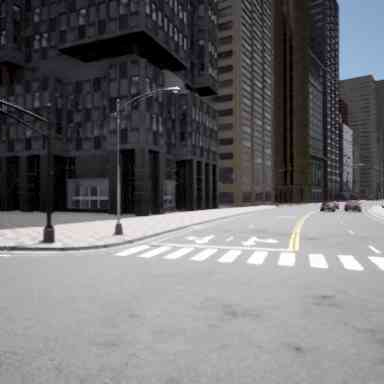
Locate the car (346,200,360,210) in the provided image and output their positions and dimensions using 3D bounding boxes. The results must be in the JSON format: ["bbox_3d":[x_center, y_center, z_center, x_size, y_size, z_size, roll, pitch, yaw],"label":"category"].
[{"bbox_3d":[27.645,2.228,56.982,1.882,1.535,5.008,0,-1,28],"label":"car"}]

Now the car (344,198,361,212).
[{"bbox_3d":[23.271,1.975,48.302,2.097,1.767,4.553,0,-1,26],"label":"car"}]

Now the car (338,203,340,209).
[{"bbox_3d":[24.218,2.278,57.470,1.812,1.442,4.674,0,-1,28],"label":"car"}]

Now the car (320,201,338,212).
[{"bbox_3d":[19.744,2.149,48.495,1.812,1.442,4.674,0,-1,26],"label":"car"}]
